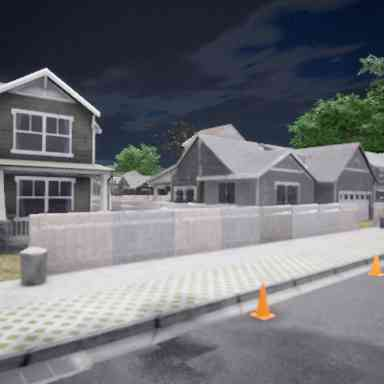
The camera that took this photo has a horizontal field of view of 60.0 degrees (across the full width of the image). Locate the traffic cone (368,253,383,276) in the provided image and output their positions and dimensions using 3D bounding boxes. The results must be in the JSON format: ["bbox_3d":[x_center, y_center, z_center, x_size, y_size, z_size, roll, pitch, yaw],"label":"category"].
[{"bbox_3d":[5.163,2.018,9.320,0.340,0.580,0.340,0,0,-40],"label":"traffic cone"}]

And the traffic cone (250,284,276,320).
[{"bbox_3d":[1.310,1.987,6.133,0.340,0.580,0.340,0,0,-40],"label":"traffic cone"}]
